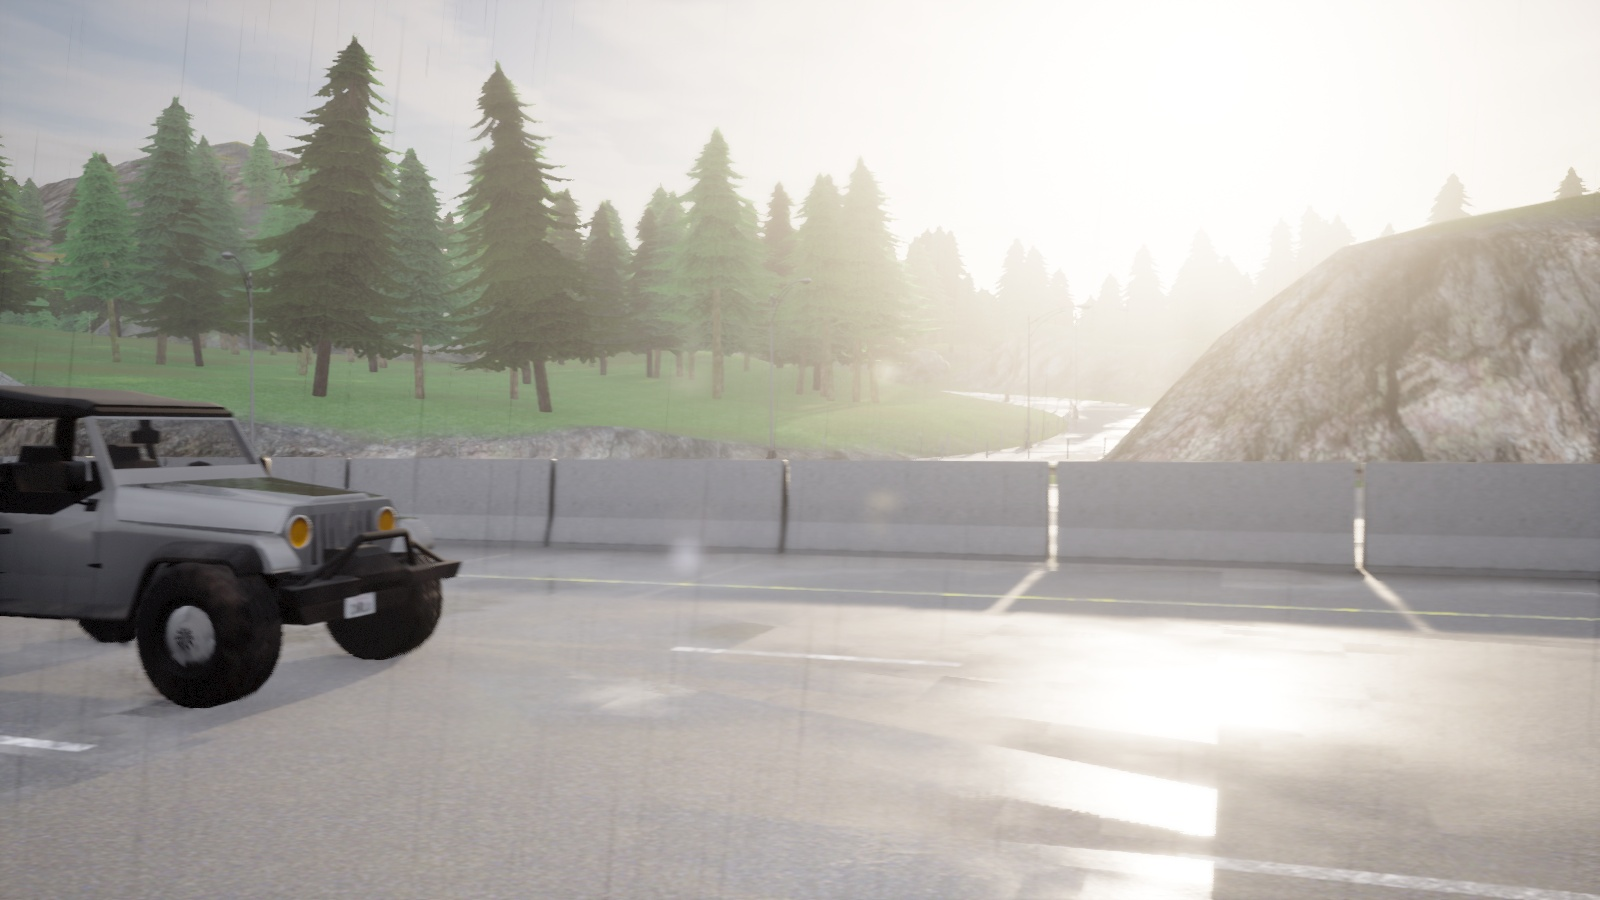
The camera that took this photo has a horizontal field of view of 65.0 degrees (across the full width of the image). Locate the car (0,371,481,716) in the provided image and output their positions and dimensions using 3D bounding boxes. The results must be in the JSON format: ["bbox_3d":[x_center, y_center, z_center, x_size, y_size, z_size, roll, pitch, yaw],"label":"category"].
[{"bbox_3d":[-4.327,0.471,8.338,3.866,1.878,1.905,1,1,19],"label":"car"}]
